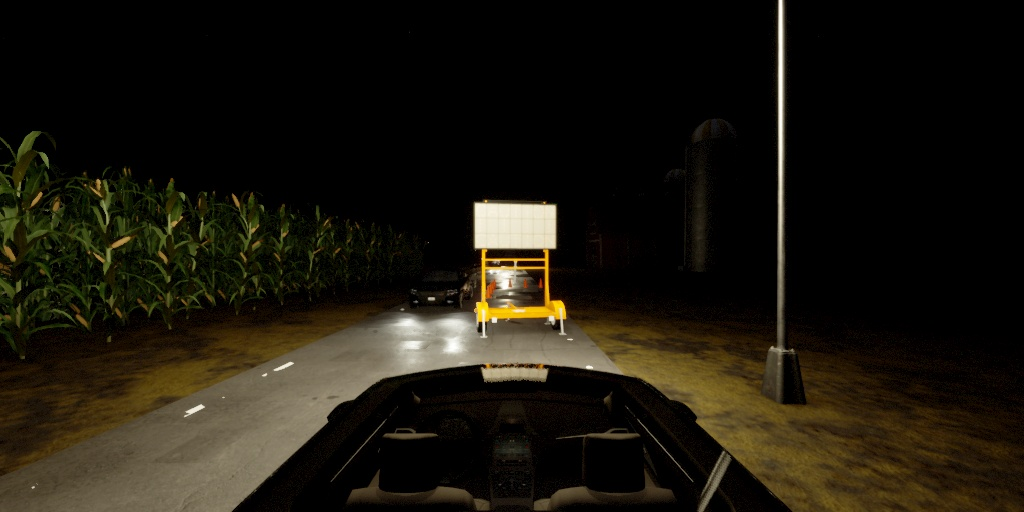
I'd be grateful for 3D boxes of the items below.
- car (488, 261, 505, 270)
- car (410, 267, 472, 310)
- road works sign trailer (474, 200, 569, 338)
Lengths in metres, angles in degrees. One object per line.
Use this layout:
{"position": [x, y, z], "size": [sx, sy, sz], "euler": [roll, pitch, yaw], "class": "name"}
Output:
{"position": [-2.734, 1.489, 58.142], "size": [2.128, 1.511, 4.902], "euler": [0, 0, 0], "class": "car"}
{"position": [-2.820, 1.240, 15.089], "size": [1.882, 1.535, 5.008], "euler": [0, 0, 0], "class": "car"}
{"position": [0.076, 0.219, 10.317], "size": [2.380, 3.560, 2.880], "euler": [0, 0, -9], "class": "road works sign trailer"}
